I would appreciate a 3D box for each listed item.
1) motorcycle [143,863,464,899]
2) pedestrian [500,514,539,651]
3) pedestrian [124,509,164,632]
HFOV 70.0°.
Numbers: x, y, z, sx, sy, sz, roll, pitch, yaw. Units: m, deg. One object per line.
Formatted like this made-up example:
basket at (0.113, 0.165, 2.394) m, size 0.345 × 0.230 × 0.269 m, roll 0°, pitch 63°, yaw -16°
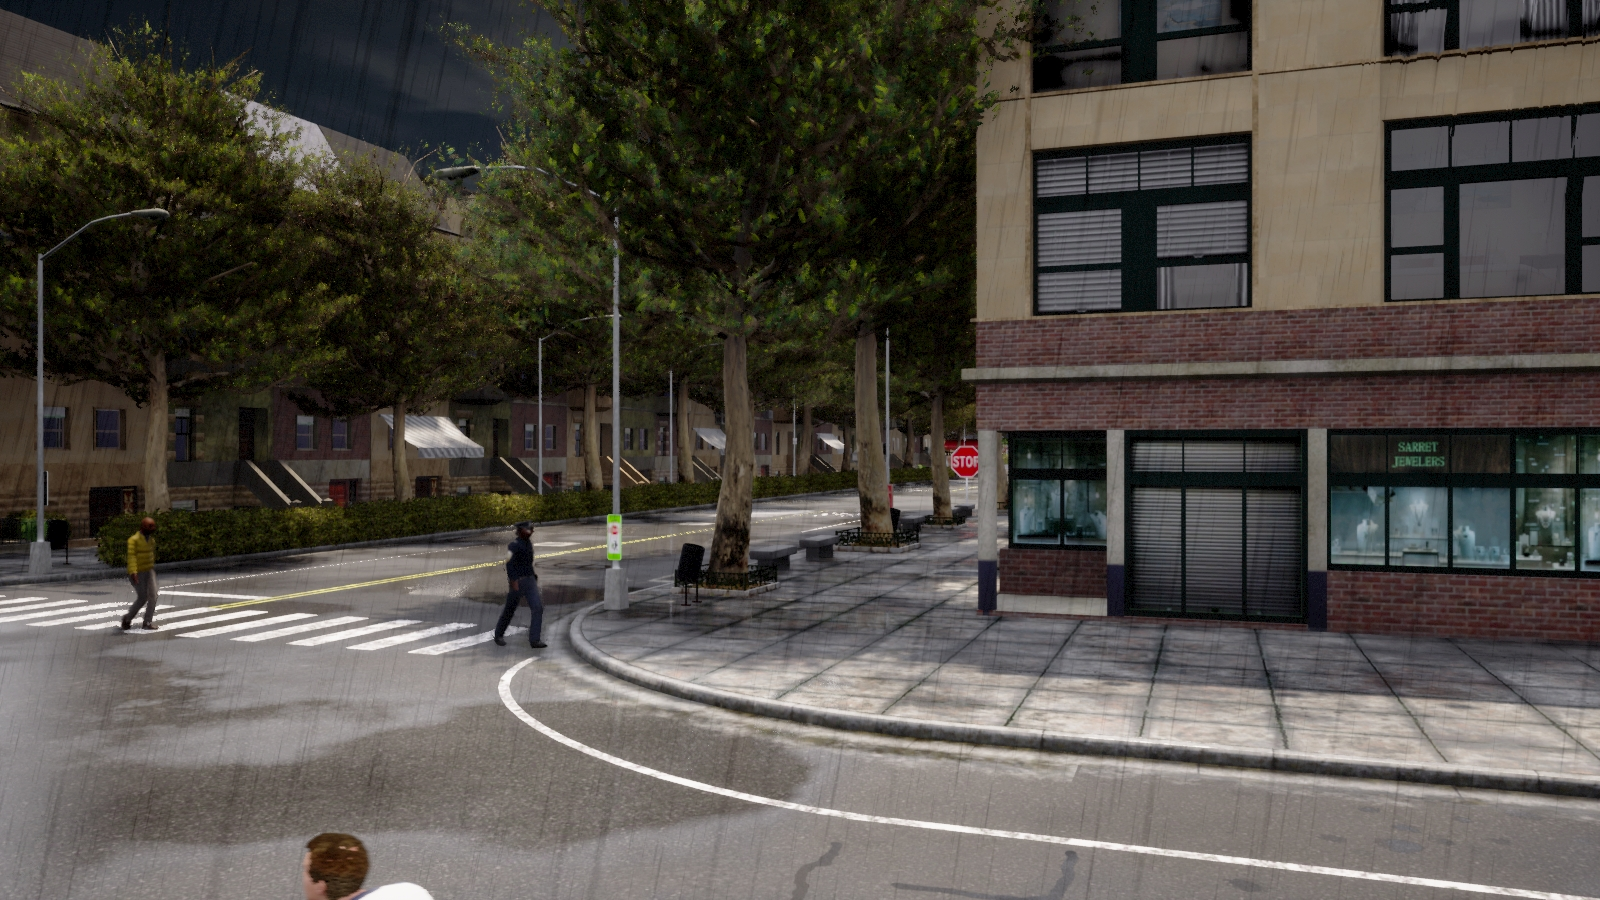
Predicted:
motorcycle at (-1.448, 2.211, 3.811) m, size 2.033 × 1.145 × 0.803 m, roll 0°, pitch 0°, yaw 20°
pedestrian at (-3.950, 1.853, 16.094) m, size 0.375 × 1.860 × 0.375 m, roll 0°, pitch 0°, yaw 32°
pedestrian at (-10.172, 1.855, 17.724) m, size 0.375 × 1.860 × 0.375 m, roll 0°, pitch 0°, yaw 19°
